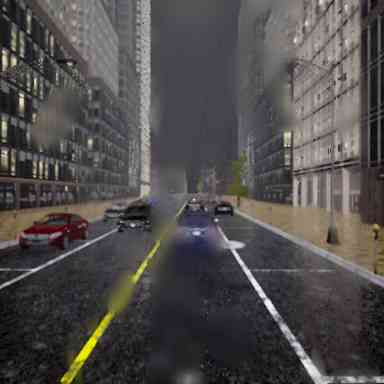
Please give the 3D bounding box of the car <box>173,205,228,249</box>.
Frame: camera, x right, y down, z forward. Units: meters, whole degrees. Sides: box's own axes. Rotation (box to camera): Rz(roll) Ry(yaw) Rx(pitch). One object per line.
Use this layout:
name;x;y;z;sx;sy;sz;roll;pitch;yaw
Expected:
car;0.172;1.517;14.339;2.033;1.411;5.357;0;0;0

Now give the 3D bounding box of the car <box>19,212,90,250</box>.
car;-5.614;1.541;14.113;1.802;1.307;4.206;0;0;0

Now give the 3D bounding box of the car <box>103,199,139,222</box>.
car;-5.547;1.483;25.498;2.008;1.369;4.403;0;0;0

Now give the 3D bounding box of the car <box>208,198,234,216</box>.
car;2.867;1.501;31.128;1.947;1.339;4.313;0;0;0

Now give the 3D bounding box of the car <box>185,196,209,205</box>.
car;0.285;1.416;33.148;2.128;1.511;4.902;0;0;0

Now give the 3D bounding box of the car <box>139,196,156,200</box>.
car;-5.479;1.450;36.883;1.887;1.381;4.507;0;0;0

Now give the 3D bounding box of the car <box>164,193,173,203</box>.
car;-5.310;1.269;65.342;1.967;1.590;4.097;0;0;0

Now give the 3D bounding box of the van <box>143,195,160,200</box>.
van;-5.444;1.232;42.575;1.690;1.788;3.998;0;0;0

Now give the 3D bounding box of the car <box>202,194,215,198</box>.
car;3.003;1.316;53.894;1.967;1.590;4.097;0;0;0

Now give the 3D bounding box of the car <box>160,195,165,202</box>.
car;-5.412;1.458;48.267;1.802;1.307;4.206;0;0;0

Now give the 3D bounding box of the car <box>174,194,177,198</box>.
car;-5.243;1.361;76.728;1.947;1.339;4.313;0;0;0

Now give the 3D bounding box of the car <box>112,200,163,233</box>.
car;-2.990;1.457;19.339;1.837;1.490;4.892;0;0;0
